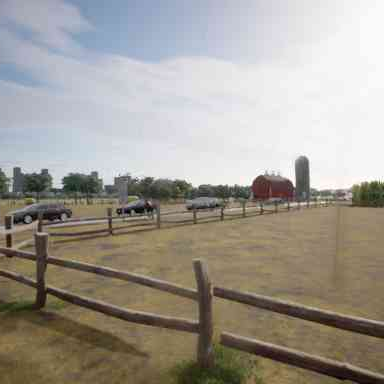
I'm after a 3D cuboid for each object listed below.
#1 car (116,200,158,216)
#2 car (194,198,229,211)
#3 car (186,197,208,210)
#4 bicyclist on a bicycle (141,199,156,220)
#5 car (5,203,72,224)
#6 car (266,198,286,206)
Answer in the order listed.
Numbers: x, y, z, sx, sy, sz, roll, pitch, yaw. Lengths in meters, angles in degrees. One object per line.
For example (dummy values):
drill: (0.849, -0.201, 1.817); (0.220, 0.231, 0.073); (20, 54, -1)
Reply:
car: (-5.559, 1.589, 34.010); (1.882, 1.535, 5.008); (-2, -1, 35)
car: (2.701, 1.637, 40.551); (1.895, 1.301, 4.718); (-2, -1, 35)
car: (1.092, 1.480, 43.412); (2.097, 1.767, 4.553); (-2, -1, 34)
bicyclist on a bicycle: (-3.522, 1.418, 26.545); (1.656, 1.620, 0.582); (0, 0, 35)
car: (-11.604, 1.601, 25.478); (1.837, 1.490, 4.892); (-2, -1, 35)
car: (14.527, 1.656, 57.223); (2.033, 1.411, 5.357); (-2, -2, 35)
